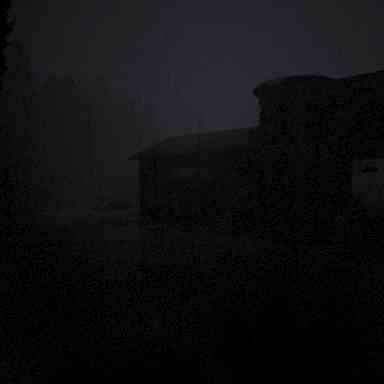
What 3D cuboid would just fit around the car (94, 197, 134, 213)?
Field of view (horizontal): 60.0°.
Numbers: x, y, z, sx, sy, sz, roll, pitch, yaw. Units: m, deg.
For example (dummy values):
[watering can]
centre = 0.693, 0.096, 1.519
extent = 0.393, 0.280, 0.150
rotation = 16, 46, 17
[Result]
[car]
centre = -8.743, 1.352, 37.588
extent = 2.097, 1.767, 4.553
rotation = 0, 0, 36
